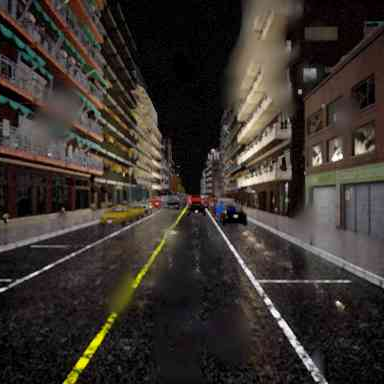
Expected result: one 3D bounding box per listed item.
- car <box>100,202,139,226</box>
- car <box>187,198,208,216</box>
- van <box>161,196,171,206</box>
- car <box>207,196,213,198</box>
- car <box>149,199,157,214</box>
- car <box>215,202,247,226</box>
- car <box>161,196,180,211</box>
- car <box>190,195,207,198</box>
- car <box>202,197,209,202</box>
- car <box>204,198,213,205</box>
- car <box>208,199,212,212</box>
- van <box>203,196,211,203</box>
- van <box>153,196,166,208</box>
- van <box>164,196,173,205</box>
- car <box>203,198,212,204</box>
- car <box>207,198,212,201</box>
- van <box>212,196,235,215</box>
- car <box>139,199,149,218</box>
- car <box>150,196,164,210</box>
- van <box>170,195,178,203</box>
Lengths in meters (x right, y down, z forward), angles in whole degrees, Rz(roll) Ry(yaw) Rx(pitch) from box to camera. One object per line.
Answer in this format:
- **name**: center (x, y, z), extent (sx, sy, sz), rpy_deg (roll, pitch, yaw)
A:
- **car**: center (-5.416, 1.643, 24.439), extent (1.752, 1.417, 4.829), rpy_deg (0, 0, 1)
- **car**: center (0.470, 1.676, 34.998), extent (1.837, 1.490, 4.892), rpy_deg (0, -1, 1)
- **van**: center (-4.976, 1.676, 64.242), extent (1.690, 1.788, 3.998), rpy_deg (0, 0, 1)
- **car**: center (3.279, 1.584, 52.827), extent (2.192, 1.841, 5.009), rpy_deg (0, 0, 1)
- **car**: center (-5.289, 1.727, 35.933), extent (2.008, 1.369, 4.403), rpy_deg (0, 0, 1)
- **car**: center (2.965, 1.685, 24.517), extent (1.947, 1.339, 4.313), rpy_deg (0, 0, 1)
- **car**: center (-2.596, 1.701, 44.759), extent (1.882, 1.535, 5.008), rpy_deg (0, 0, 0)
- **car**: center (0.562, 1.450, 45.502), extent (2.150, 2.045, 5.566), rpy_deg (0, 0, 1)
- **car**: center (3.715, 2.059, 92.458), extent (1.887, 1.381, 4.507), rpy_deg (0, 0, 1)
- **car**: center (3.464, 1.953, 69.809), extent (1.802, 1.307, 4.206), rpy_deg (0, 0, 1)
- **car**: center (3.090, 1.722, 35.841), extent (1.887, 1.381, 4.507), rpy_deg (0, 0, 1)
- **van**: center (3.591, 1.782, 81.135), extent (1.690, 1.788, 3.998), rpy_deg (0, 0, 1)
- **van**: center (-5.101, 1.609, 52.918), extent (1.690, 1.788, 3.998), rpy_deg (0, 0, 1)
- **van**: center (-4.914, 1.710, 69.903), extent (1.690, 1.788, 3.998), rpy_deg (0, 0, 1)
- **car**: center (3.527, 1.988, 75.472), extent (1.802, 1.307, 4.206), rpy_deg (0, 0, 1)
- **car**: center (3.153, 1.773, 41.502), extent (1.947, 1.339, 4.313), rpy_deg (0, 0, 1)
- **van**: center (3.029, 1.490, 30.180), extent (1.690, 1.788, 3.998), rpy_deg (0, 0, 1)
- **car**: center (-5.353, 1.672, 30.101), extent (1.752, 1.417, 4.829), rpy_deg (0, 0, 1)
- **car**: center (-5.163, 1.551, 47.256), extent (2.192, 1.841, 5.009), rpy_deg (0, 0, 1)
- **van**: center (-4.727, 1.817, 86.888), extent (1.690, 1.788, 3.998), rpy_deg (0, 0, 1)
